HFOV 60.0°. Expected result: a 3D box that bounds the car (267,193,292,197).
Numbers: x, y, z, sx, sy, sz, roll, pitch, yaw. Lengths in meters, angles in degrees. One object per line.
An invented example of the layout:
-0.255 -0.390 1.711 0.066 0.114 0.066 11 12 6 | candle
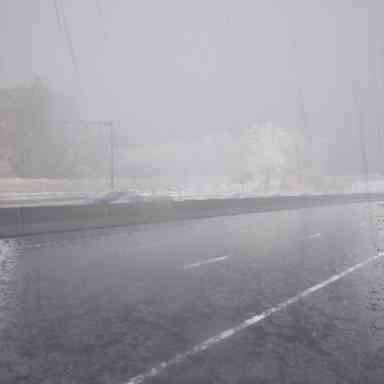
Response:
10.809 1.049 43.753 1.837 1.490 4.892 0 0 44 | car

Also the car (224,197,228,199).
6.621 1.012 49.479 2.128 1.511 4.902 0 1 44 | car

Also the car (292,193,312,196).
19.924 0.987 58.269 1.895 1.301 4.718 0 1 44 | car

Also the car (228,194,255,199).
7.323 1.075 45.180 1.812 1.442 4.674 0 0 44 | car

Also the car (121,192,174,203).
-3.406 1.090 28.935 2.097 1.767 4.553 0 1 44 | car

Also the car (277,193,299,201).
17.684 0.902 60.993 1.812 1.442 4.674 0 1 44 | car

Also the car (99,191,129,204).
-5.953 1.085 31.334 2.097 1.767 4.553 0 1 44 | car

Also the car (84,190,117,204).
-8.151 0.852 34.016 2.150 2.045 5.566 5 1 44 | car
